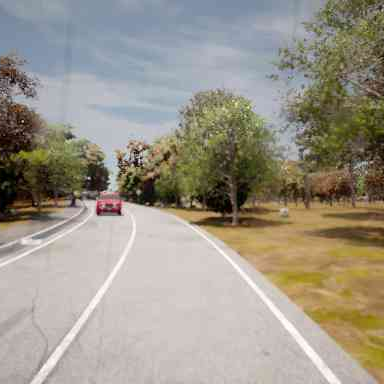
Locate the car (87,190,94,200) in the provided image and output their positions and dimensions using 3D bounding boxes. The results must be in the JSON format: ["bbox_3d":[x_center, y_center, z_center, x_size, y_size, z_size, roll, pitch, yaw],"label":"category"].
[{"bbox_3d":[-21.000,0.709,70.308,2.150,2.045,5.566,1,0,-20],"label":"car"}]

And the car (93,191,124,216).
[{"bbox_3d":[-7.514,1.056,30.343,2.150,2.045,5.566,1,0,-13],"label":"car"}]
